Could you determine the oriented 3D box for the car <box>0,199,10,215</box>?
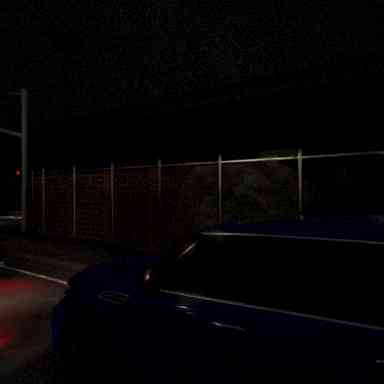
[{"bbox_3d":[-20.160,1.407,31.891,2.097,1.767,4.553,0,0,37],"label":"car"}]

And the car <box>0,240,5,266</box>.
[{"bbox_3d":[-7.061,1.492,9.027,4.902,1.511,2.128,0,0,33],"label":"car"}]

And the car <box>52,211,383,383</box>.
[{"bbox_3d":[0.953,1.221,3.310,5.566,2.045,2.150,0,0,35],"label":"car"}]
